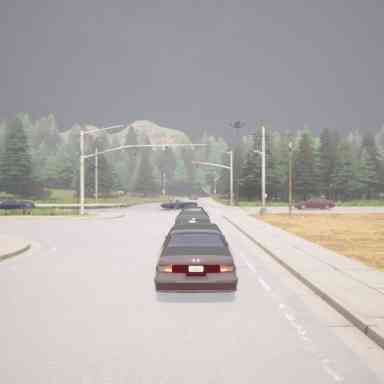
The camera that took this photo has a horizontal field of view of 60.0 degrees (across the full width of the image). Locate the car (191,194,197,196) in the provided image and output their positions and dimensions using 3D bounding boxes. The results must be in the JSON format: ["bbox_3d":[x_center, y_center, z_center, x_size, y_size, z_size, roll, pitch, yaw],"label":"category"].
[{"bbox_3d":[0.315,1.407,83.790,1.994,1.385,4.181,0,0,2],"label":"car"}]

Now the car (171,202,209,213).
[{"bbox_3d":[0.067,1.530,19.578,1.994,1.385,4.181,0,0,1],"label":"car"}]

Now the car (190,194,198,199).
[{"bbox_3d":[0.704,1.314,93.836,2.033,1.411,5.357,0,0,2],"label":"car"}]

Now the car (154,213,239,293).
[{"bbox_3d":[0.085,1.535,8.971,2.033,1.411,5.357,0,0,0],"label":"car"}]

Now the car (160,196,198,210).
[{"bbox_3d":[-1.480,1.556,40.446,4.718,1.301,1.895,0,0,-43],"label":"car"}]

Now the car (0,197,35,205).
[{"bbox_3d":[-19.906,1.393,37.174,4.553,1.767,2.097,0,0,1],"label":"car"}]

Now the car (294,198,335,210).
[{"bbox_3d":[14.763,1.430,40.209,4.674,1.442,1.812,0,0,1],"label":"car"}]
